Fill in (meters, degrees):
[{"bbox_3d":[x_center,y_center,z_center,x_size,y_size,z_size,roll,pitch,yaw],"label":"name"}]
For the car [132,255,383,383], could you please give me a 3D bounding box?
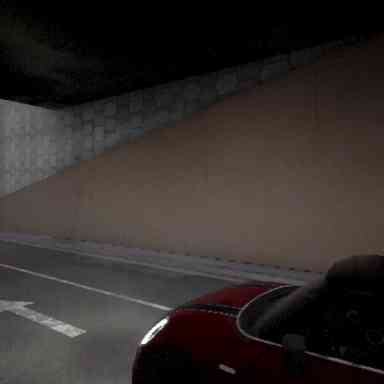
[{"bbox_3d":[1.614,1.351,2.739,4.553,1.767,2.097,0,0,37],"label":"car"}]
